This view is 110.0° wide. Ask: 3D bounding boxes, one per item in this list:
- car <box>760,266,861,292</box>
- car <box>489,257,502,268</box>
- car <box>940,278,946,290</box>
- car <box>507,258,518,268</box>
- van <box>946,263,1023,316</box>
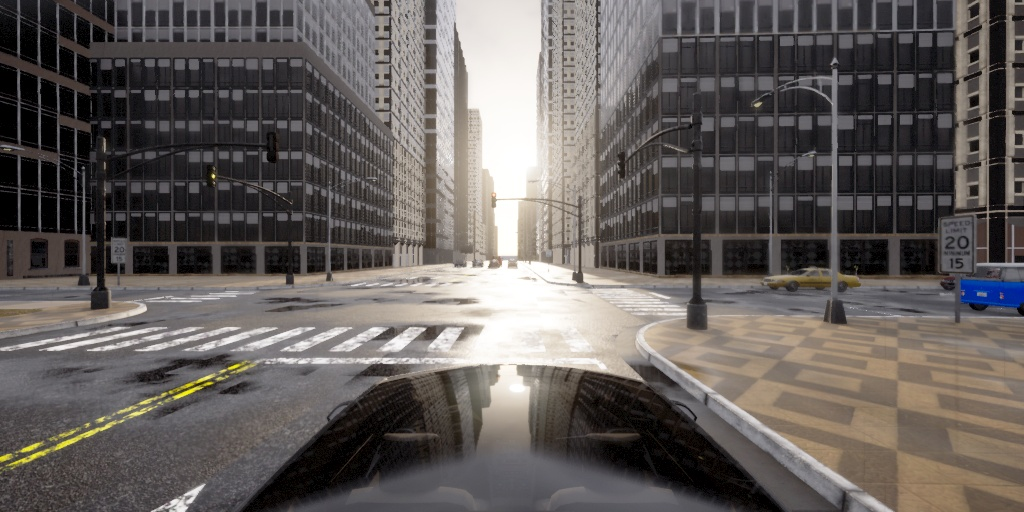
[{"bbox_3d":[17.124,1.293,20.719,4.829,1.417,1.751,0,0,2],"label":"car"},{"bbox_3d":[-3.126,1.386,63.344,1.812,1.442,4.674,0,0,0],"label":"car"},{"bbox_3d":[26.958,1.356,20.214,4.207,1.307,1.802,0,0,2],"label":"car"},{"bbox_3d":[0.124,1.408,63.338,2.033,1.411,5.357,0,0,0],"label":"car"},{"bbox_3d":[18.378,1.119,12.544,3.998,1.789,1.690,0,0,2],"label":"van"}]
